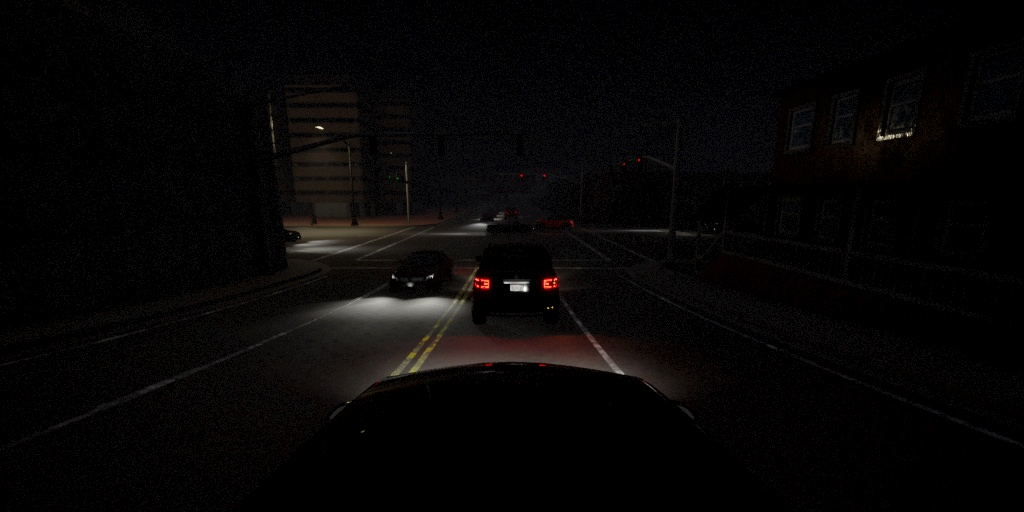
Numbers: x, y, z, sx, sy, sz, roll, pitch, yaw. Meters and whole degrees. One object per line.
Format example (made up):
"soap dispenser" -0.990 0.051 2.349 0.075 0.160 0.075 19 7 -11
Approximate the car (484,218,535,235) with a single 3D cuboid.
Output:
"car" -0.273 -2.913 36.734 4.718 1.301 1.895 0 10 0

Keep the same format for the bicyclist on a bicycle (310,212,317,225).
"bicyclist on a bicycle" -25.375 -4.785 45.849 0.582 1.620 1.656 0 10 0

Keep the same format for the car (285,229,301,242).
"car" -20.105 -1.806 29.623 4.892 1.490 1.837 0 10 0

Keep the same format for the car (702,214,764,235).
"car" 22.746 -3.275 36.653 5.566 2.045 2.150 0 10 0

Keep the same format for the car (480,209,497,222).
"car" -3.724 -5.881 54.115 1.895 1.301 4.718 0 10 0

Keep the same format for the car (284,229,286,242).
"car" -19.911 -1.232 26.179 4.902 1.511 2.128 0 10 0

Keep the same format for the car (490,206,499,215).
"car" -3.721 -7.449 62.862 1.812 1.442 4.674 0 10 0

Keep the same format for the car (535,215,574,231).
"car" 4.864 -3.939 41.271 4.553 1.767 2.097 2 10 14

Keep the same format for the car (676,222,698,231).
"car" 20.620 -3.490 40.171 4.718 1.301 1.895 0 10 0

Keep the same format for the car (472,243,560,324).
"car" 0.063 0.602 10.735 2.150 2.045 5.566 0 4 -1

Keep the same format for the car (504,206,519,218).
"car" -0.095 -7.420 60.890 2.150 2.045 5.566 0 10 1

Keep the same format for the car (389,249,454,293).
"car" -3.613 0.500 15.083 1.812 1.442 4.674 0 6 1
